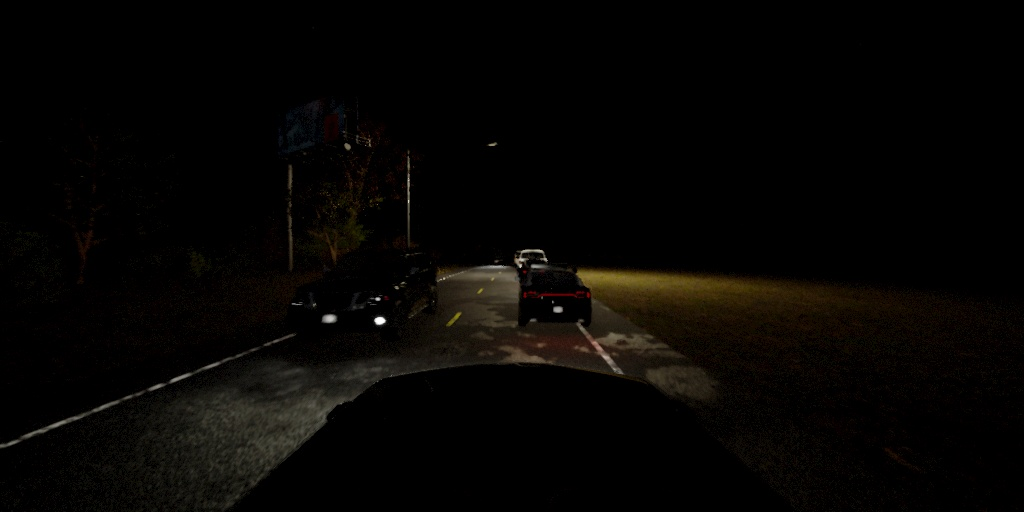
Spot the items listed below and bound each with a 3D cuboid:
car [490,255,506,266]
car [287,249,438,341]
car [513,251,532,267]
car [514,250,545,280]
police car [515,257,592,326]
[{"bbox_3d":[-1.947,0.572,50.845,2.128,1.511,4.902,0,1,4],"label":"car"},{"bbox_3d":[-3.525,0.827,9.751,2.150,2.045,5.566,0,1,1],"label":"car"},{"bbox_3d":[1.445,0.333,47.745,2.150,2.045,5.566,0,1,5],"label":"car"},{"bbox_3d":[1.499,0.572,26.893,2.150,2.045,5.566,0,1,2],"label":"car"},{"bbox_3d":[1.120,1.010,11.034,1.930,1.638,5.238,0,1,1],"label":"police car"}]
